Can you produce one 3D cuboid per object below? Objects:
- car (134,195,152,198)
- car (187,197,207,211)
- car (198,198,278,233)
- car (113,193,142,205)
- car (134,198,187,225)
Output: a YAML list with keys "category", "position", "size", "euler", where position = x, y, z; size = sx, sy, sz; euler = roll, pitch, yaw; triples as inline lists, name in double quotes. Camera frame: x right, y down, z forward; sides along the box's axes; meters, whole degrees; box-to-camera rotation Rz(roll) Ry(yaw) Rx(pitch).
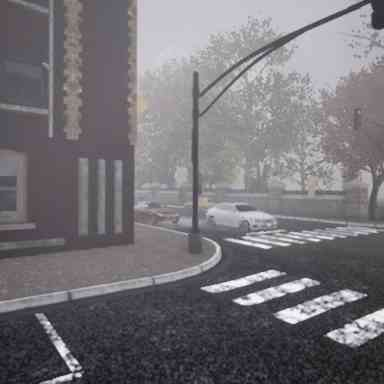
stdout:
- category: "car"
  position: [-4.047, 1.064, 27.719]
  size: [2.128, 1.511, 4.902]
  euler: [0, 1, -36]
- category: "car"
  position: [1.027, 1.130, 30.605]
  size: [1.752, 1.417, 4.829]
  euler: [1, 0, -36]
- category: "car"
  position: [2.547, 1.303, 18.233]
  size: [1.812, 1.442, 4.674]
  euler: [0, 1, -32]
- category: "car"
  position: [-8.603, 0.865, 43.930]
  size: [2.008, 1.369, 4.403]
  euler: [1, 0, -36]
- category: "car"
  position: [-2.427, 1.257, 21.076]
  size: [1.802, 1.307, 4.206]
  euler: [2, 0, -36]
